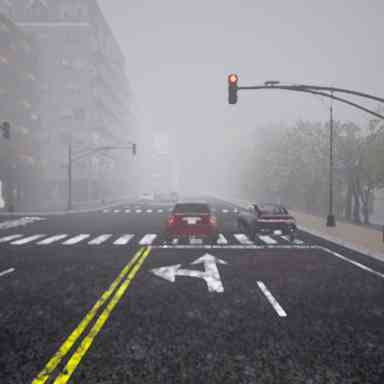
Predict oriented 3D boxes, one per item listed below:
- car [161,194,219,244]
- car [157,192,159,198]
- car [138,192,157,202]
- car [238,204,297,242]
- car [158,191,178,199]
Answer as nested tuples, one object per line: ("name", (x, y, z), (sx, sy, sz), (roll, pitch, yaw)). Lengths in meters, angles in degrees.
("car", (-0.004, 1.136, 14.766), (2.097, 1.767, 4.553), (0, 1, 0))
("car", (-6.853, 0.667, 66.031), (1.895, 1.301, 4.718), (0, 1, 0))
("car", (-6.841, 0.805, 50.487), (1.812, 1.442, 4.674), (0, 1, 0))
("car", (3.247, 1.273, 15.008), (2.128, 1.511, 4.902), (0, 1, 0))
("car", (-3.593, 0.880, 50.532), (1.895, 1.301, 4.718), (0, 1, 0))
